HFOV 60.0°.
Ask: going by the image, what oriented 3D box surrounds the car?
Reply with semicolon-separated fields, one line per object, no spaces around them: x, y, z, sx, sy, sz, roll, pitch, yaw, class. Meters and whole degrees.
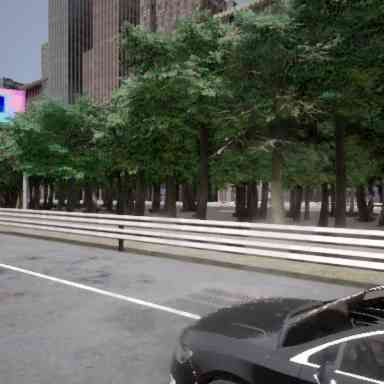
2.037;1.506;2.536;4.892;1.490;1.837;0;0;36;car
